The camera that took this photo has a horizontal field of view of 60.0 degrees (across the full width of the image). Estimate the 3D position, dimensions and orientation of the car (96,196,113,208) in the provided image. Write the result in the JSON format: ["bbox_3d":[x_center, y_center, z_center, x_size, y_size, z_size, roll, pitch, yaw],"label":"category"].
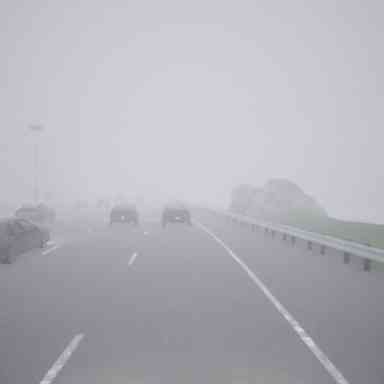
[{"bbox_3d":[-13.627,1.661,50.991,1.837,1.490,4.892,1,0,-16],"label":"car"}]

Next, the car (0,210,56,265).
[{"bbox_3d":[-6.756,1.627,11.844,2.033,1.411,5.357,-1,0,-6],"label":"car"}]

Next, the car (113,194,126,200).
[{"bbox_3d":[-13.880,1.379,63.579,2.150,2.045,5.566,0,0,-20],"label":"car"}]

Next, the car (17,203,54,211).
[{"bbox_3d":[-12.020,1.632,25.787,2.128,1.511,4.902,0,0,-9],"label":"car"}]

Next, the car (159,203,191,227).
[{"bbox_3d":[-1.215,1.489,23.292,1.882,1.535,5.008,0,0,-7],"label":"car"}]

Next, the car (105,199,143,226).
[{"bbox_3d":[-4.804,1.532,24.150,1.882,1.535,5.008,0,0,-7],"label":"car"}]

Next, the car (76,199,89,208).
[{"bbox_3d":[-17.069,1.745,51.766,2.033,1.411,5.357,-1,0,-18],"label":"car"}]

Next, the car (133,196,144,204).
[{"bbox_3d":[-10.529,1.608,64.141,2.128,1.511,4.902,-1,0,-19],"label":"car"}]
